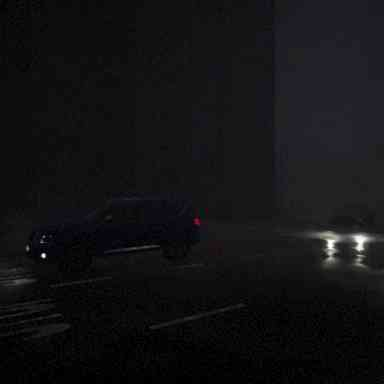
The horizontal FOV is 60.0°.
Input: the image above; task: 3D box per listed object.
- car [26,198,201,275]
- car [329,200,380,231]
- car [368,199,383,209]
[{"bbox_3d":[-2.305,1.220,10.873,5.566,2.045,2.150,0,0,-34],"label":"car"},{"bbox_3d":[10.109,1.476,20.800,1.882,1.535,5.008,0,0,37],"label":"car"},{"bbox_3d":[22.901,1.560,42.185,1.994,1.385,4.181,0,0,-9],"label":"car"}]
